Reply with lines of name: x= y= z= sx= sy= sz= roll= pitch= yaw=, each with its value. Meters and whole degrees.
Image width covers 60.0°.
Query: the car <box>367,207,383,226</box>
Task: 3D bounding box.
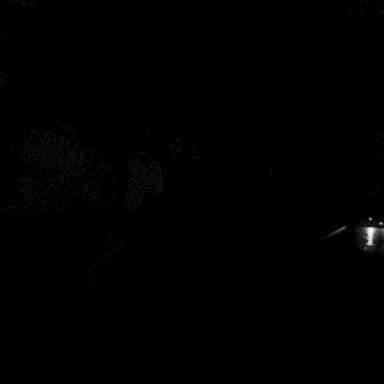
car: x=14.743 y=1.870 z=25.641 sx=2.033 sy=1.411 sz=5.357 roll=0 pitch=-1 yaw=33
